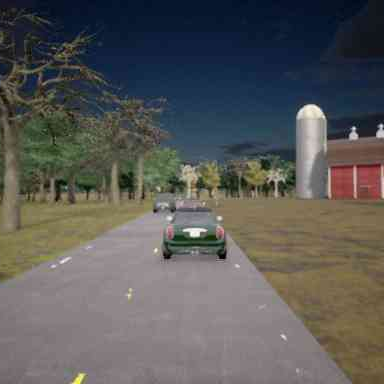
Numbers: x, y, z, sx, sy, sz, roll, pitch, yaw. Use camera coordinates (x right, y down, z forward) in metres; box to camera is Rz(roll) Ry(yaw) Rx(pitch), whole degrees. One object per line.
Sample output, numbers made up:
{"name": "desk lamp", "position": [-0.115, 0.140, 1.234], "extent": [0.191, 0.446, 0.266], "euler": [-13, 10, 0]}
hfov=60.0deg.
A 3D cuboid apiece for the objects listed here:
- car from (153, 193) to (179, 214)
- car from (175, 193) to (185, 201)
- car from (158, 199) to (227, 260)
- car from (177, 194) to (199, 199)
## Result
{"name": "car", "position": [-2.854, 1.161, 35.297], "extent": [2.150, 2.045, 5.566], "euler": [0, 0, 0]}
{"name": "car", "position": [-2.761, 1.196, 76.103], "extent": [2.097, 1.767, 4.553], "euler": [0, 0, 0]}
{"name": "car", "position": [0.090, 1.325, 12.489], "extent": [2.097, 1.767, 4.553], "euler": [0, 0, 0]}
{"name": "car", "position": [0.089, 1.300, 28.424], "extent": [2.097, 1.767, 4.553], "euler": [0, 0, 0]}
